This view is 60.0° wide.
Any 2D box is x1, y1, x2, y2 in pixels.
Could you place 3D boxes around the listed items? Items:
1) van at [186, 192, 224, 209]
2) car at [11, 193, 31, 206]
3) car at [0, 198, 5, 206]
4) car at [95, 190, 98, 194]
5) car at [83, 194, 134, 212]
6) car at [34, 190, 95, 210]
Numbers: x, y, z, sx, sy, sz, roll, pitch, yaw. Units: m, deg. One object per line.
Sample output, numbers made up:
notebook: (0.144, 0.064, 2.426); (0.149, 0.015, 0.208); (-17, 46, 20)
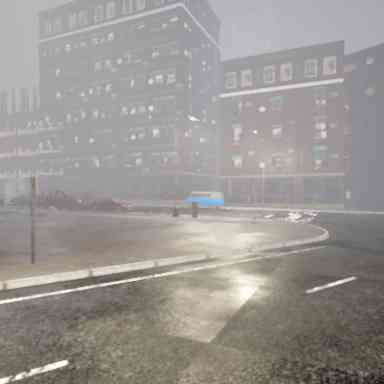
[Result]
van: (1.435, 0.864, 35.067); (3.998, 1.788, 1.690); (1, 0, 24)
car: (-17.779, 0.861, 37.281); (5.357, 1.411, 2.033); (1, 1, 24)
car: (-22.655, 0.821, 36.626); (4.507, 1.381, 1.887); (1, 0, 24)
car: (-13.997, 0.599, 41.944); (5.009, 1.841, 2.192); (1, 0, 24)
car: (-7.218, 1.101, 29.746); (4.206, 1.307, 1.802); (1, 0, 24)
car: (-12.357, 0.754, 32.039); (5.009, 1.841, 2.192); (1, 0, 24)
